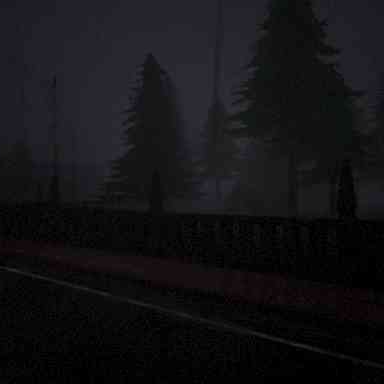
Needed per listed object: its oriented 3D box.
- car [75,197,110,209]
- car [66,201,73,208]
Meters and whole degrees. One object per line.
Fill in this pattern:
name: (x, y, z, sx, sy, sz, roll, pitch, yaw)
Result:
car: (-12.252, 1.514, 43.297, 2.097, 1.767, 4.553, 0, 0, 36)
car: (-15.081, 1.530, 45.359, 2.097, 1.767, 4.553, 0, 0, 36)
